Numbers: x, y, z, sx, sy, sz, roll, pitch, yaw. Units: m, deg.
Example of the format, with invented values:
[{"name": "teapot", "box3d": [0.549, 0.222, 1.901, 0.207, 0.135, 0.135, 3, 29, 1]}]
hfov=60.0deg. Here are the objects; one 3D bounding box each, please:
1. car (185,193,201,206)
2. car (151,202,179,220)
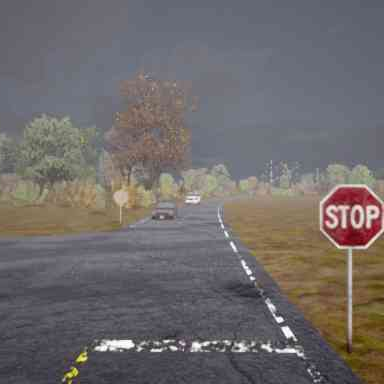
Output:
[{"name": "car", "box3d": [0.196, 1.125, 55.725, 2.150, 2.045, 5.566, 0, 0, 7]}, {"name": "car", "box3d": [-2.155, 1.542, 28.146, 2.033, 1.411, 5.357, 0, 0, 3]}]
